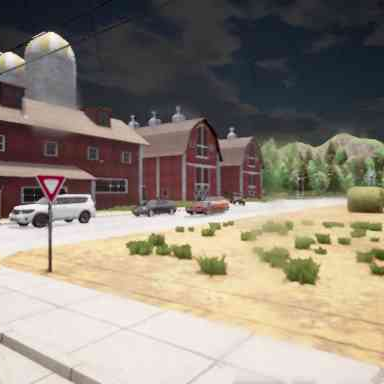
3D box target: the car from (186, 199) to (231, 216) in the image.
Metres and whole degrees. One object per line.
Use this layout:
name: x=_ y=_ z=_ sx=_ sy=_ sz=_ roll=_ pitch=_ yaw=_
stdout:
car: x=1.474 y=1.570 z=31.168 sx=1.895 sy=1.301 sz=4.718 roll=0 pitch=0 yaw=35

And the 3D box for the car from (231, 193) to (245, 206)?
car: x=7.176 y=1.111 z=53.076 sx=1.905 sy=1.878 sz=3.866 roll=6 pitch=1 yaw=-8

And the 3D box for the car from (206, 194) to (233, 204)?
car: x=2.449 y=1.320 z=39.046 sx=2.097 sy=1.767 sz=4.553 roll=0 pitch=0 yaw=35

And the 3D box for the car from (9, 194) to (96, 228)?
car: x=-9.120 y=1.190 z=22.366 sx=2.150 sy=2.045 sz=5.566 roll=0 pitch=0 yaw=35

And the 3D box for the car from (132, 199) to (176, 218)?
car: x=-3.423 y=1.473 z=30.588 sx=1.837 sy=1.490 sz=4.892 roll=0 pitch=0 yaw=35
